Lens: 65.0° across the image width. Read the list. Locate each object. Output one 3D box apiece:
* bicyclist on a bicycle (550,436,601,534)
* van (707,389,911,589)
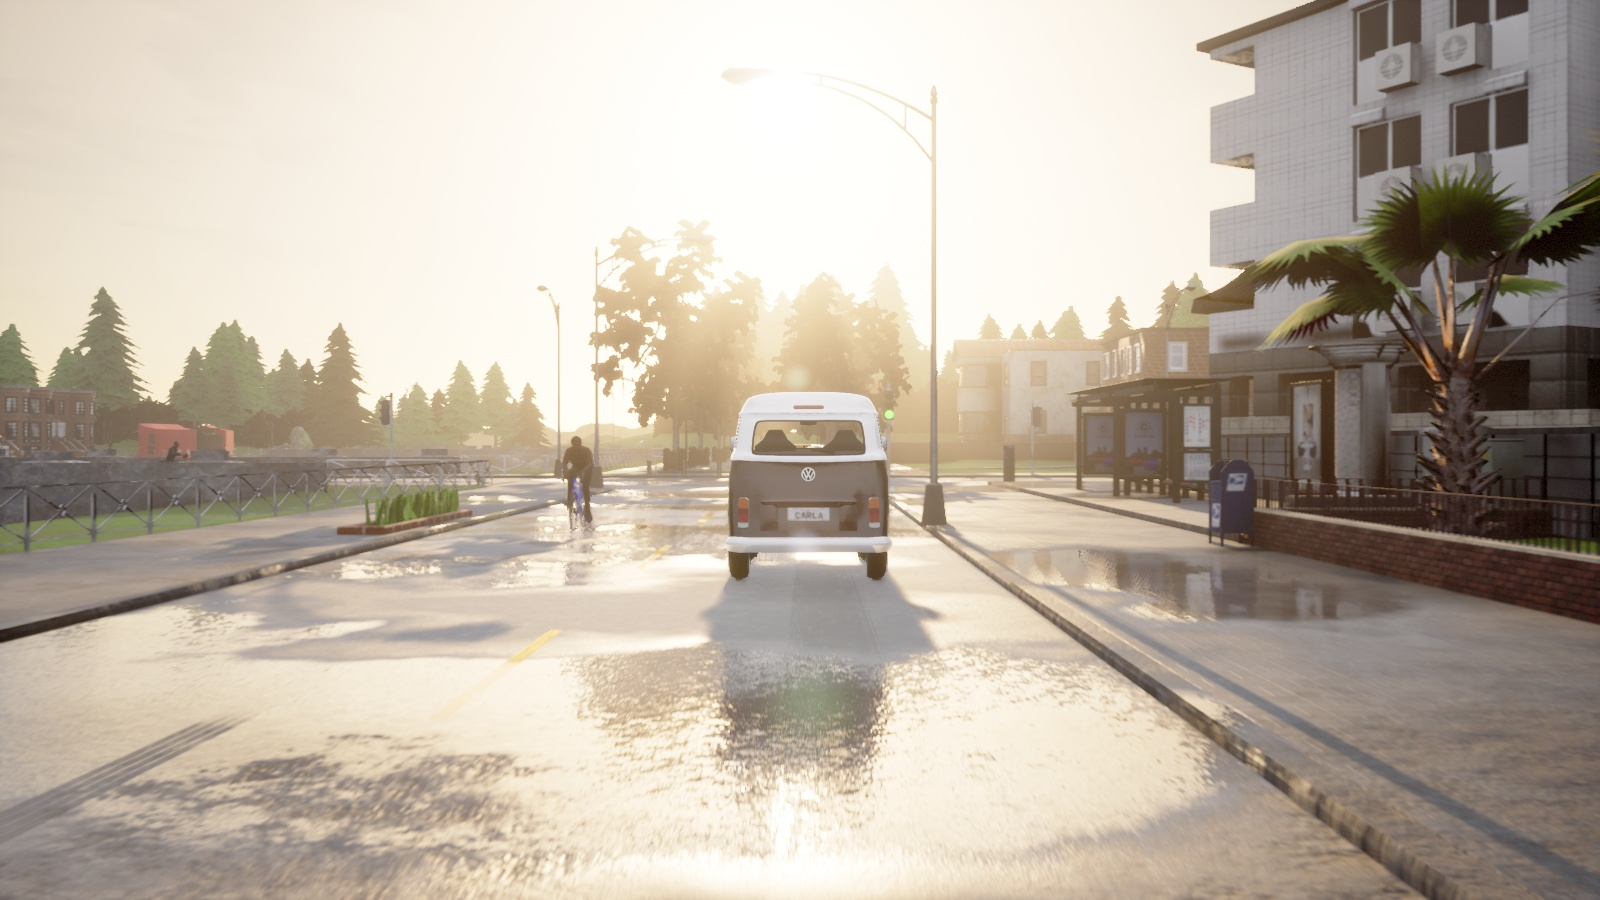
[{"bbox_3d":[-3.867,0.574,21.735,0.582,1.620,1.656,0,1,0],"label":"bicyclist on a bicycle"},{"bbox_3d":[0.101,0.385,15.016,2.069,2.038,4.480,0,0,0],"label":"van"}]
